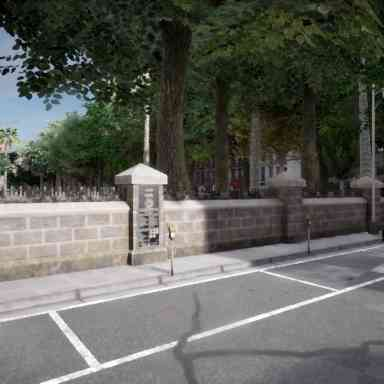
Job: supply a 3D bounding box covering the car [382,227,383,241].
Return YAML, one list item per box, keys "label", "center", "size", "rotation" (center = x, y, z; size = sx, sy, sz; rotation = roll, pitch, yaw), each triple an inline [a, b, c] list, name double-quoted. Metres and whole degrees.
- label: "car"
  center: [9.756, 1.310, 13.500]
  size: [5.009, 1.841, 2.192]
  rotation: [0, 0, -36]
